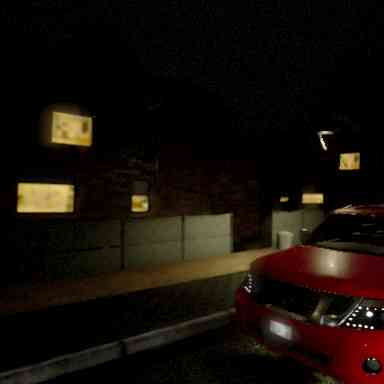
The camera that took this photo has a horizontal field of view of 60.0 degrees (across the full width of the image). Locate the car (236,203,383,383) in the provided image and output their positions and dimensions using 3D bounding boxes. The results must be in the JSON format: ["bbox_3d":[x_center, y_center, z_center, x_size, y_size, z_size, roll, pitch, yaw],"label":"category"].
[{"bbox_3d":[3.260,1.218,5.365,5.566,2.045,2.150,0,0,-35],"label":"car"}]
